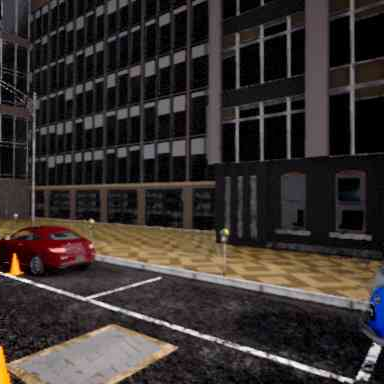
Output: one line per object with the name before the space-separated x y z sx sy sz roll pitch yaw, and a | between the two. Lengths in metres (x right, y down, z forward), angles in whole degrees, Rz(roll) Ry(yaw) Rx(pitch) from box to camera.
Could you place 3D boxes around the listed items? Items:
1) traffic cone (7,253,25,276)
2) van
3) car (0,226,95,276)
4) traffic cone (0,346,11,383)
traffic cone | -5.117 2.077 9.651 0.340 0.580 0.340 0 1 32
van | 4.280 1.436 3.836 3.998 1.788 1.690 0 -1 37
car | -4.825 1.728 10.667 4.206 1.307 1.802 0 -1 37
traffic cone | -2.118 2.006 3.670 0.340 0.580 0.340 0 -1 37
